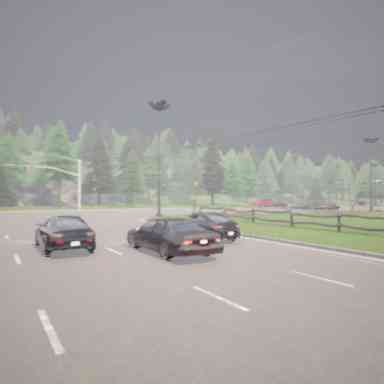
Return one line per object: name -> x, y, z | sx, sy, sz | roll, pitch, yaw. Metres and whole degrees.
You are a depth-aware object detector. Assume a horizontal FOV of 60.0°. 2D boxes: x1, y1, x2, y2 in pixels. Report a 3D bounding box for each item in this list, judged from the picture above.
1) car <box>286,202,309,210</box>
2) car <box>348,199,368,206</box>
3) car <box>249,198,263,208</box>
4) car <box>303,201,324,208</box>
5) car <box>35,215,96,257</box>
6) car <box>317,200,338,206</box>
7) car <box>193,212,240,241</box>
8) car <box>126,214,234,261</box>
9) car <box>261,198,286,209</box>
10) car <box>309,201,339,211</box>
car -> 19.657, 2.499, 58.584 | 5.357, 1.411, 2.033 | 1, -1, -30
car -> 33.206, 2.266, 66.622 | 4.892, 1.490, 1.837 | 1, -1, -31
car -> 14.217, 2.266, 67.487 | 5.566, 2.045, 2.150 | 1, -1, -31
car -> 27.644, 2.749, 75.525 | 4.674, 1.442, 1.812 | 1, -1, -31
car -> -5.342, 1.690, 13.833 | 1.812, 1.442, 4.674 | 1, -1, -31
car -> 29.609, 2.380, 72.626 | 4.181, 1.385, 1.994 | 1, -1, -31
car -> 0.627, 1.779, 17.487 | 1.812, 1.442, 4.674 | 1, -1, -31
car -> -0.915, 1.733, 13.262 | 2.033, 1.411, 5.357 | 1, -1, -31
car -> 16.392, 2.520, 64.733 | 4.892, 1.490, 1.837 | 1, -1, -30
car -> 22.562, 2.539, 56.251 | 4.718, 1.301, 1.895 | 1, -1, -31
